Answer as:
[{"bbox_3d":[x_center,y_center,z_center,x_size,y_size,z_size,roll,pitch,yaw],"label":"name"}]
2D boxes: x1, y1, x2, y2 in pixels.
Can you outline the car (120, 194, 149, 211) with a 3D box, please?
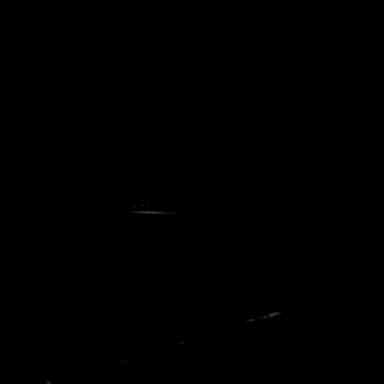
[{"bbox_3d":[-7.465,1.261,41.835,2.150,2.045,5.566,0,0,-35],"label":"car"}]
